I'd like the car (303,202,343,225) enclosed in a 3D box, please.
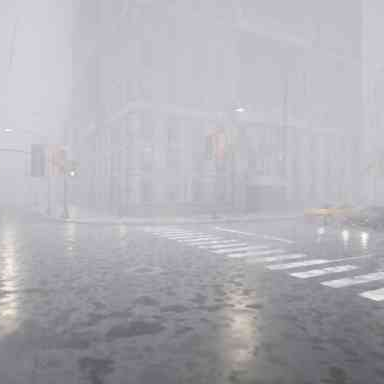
[{"bbox_3d":[10.234,1.478,24.010,5.008,1.535,1.882,0,0,-29],"label":"car"}]

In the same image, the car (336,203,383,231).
[{"bbox_3d":[11.899,1.547,20.935,5.357,1.411,2.033,0,0,-29],"label":"car"}]
